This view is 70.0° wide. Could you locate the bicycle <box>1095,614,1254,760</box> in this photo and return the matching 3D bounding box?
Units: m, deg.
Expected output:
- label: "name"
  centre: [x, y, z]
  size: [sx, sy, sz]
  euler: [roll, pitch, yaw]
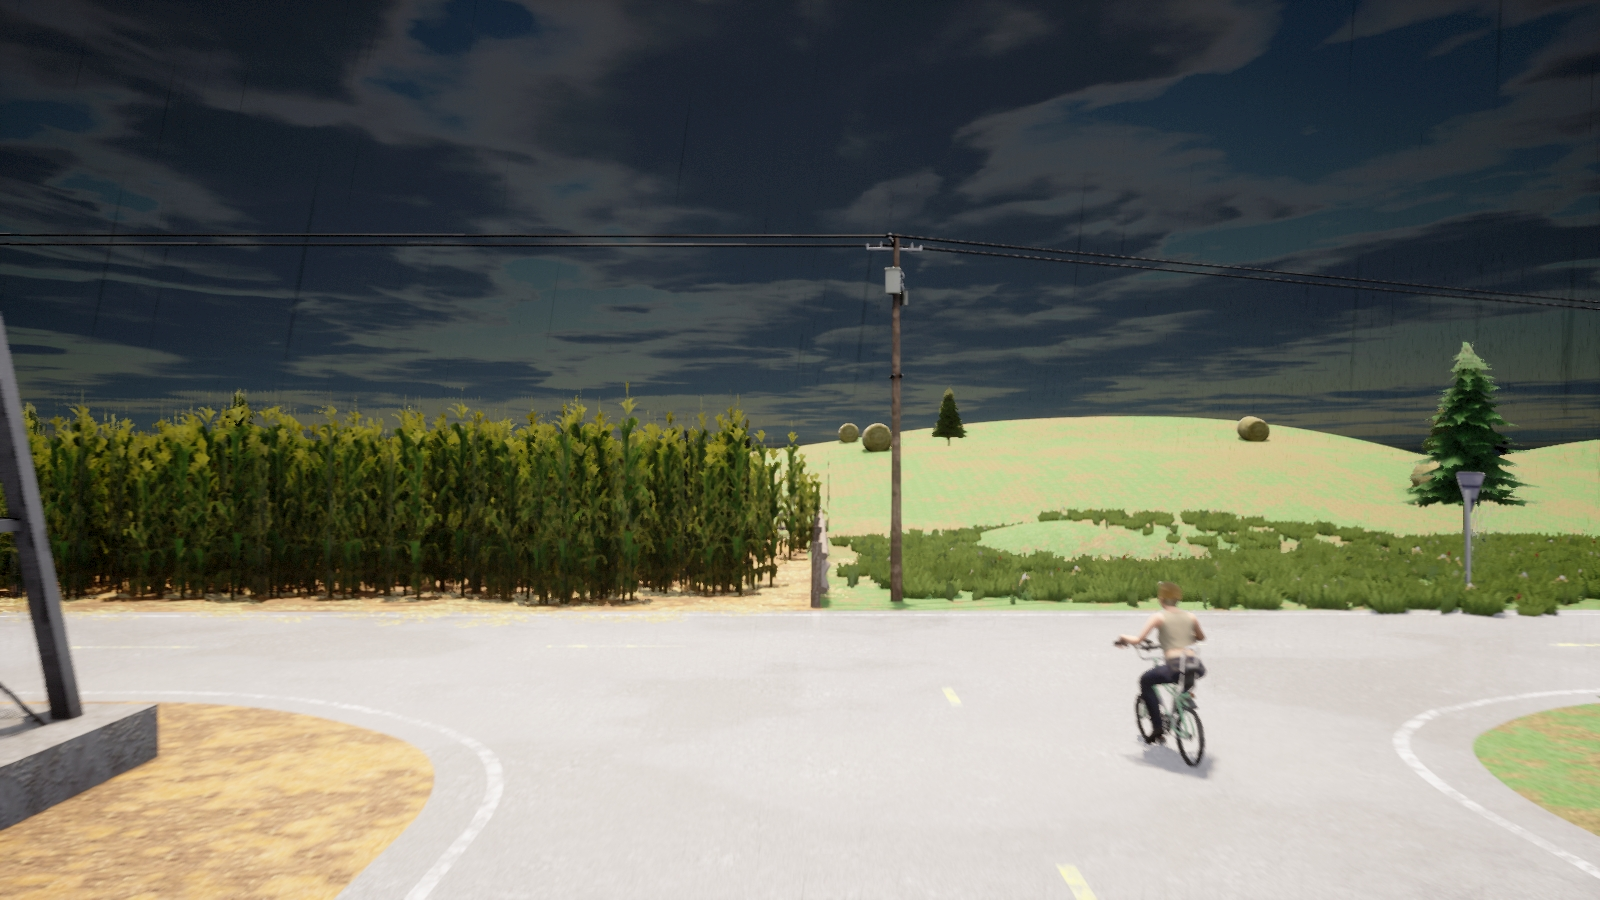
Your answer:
- label: "bicycle"
  centre: [3.408, 2.136, 10.547]
  size: [0.859, 1.080, 1.487]
  euler: [0, -2, -5]
